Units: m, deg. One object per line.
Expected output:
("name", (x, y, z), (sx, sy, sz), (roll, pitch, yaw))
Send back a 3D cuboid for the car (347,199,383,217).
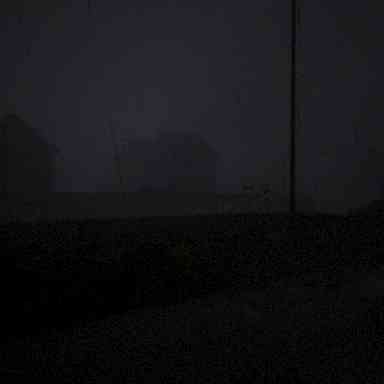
("car", (13.360, 1.453, 22.504), (2.150, 2.045, 5.566), (1, 0, -33))
